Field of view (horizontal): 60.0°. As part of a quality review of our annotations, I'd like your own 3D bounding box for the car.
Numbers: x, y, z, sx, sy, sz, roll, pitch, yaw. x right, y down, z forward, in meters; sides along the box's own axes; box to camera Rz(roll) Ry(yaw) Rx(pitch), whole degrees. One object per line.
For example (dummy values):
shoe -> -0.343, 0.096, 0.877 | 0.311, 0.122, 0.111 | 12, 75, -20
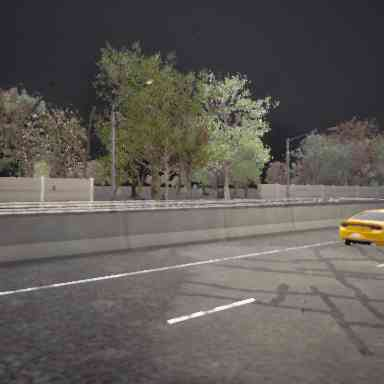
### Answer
car -> 8.269, 1.484, 14.067 | 5.008, 1.535, 1.882 | 0, 0, -35
